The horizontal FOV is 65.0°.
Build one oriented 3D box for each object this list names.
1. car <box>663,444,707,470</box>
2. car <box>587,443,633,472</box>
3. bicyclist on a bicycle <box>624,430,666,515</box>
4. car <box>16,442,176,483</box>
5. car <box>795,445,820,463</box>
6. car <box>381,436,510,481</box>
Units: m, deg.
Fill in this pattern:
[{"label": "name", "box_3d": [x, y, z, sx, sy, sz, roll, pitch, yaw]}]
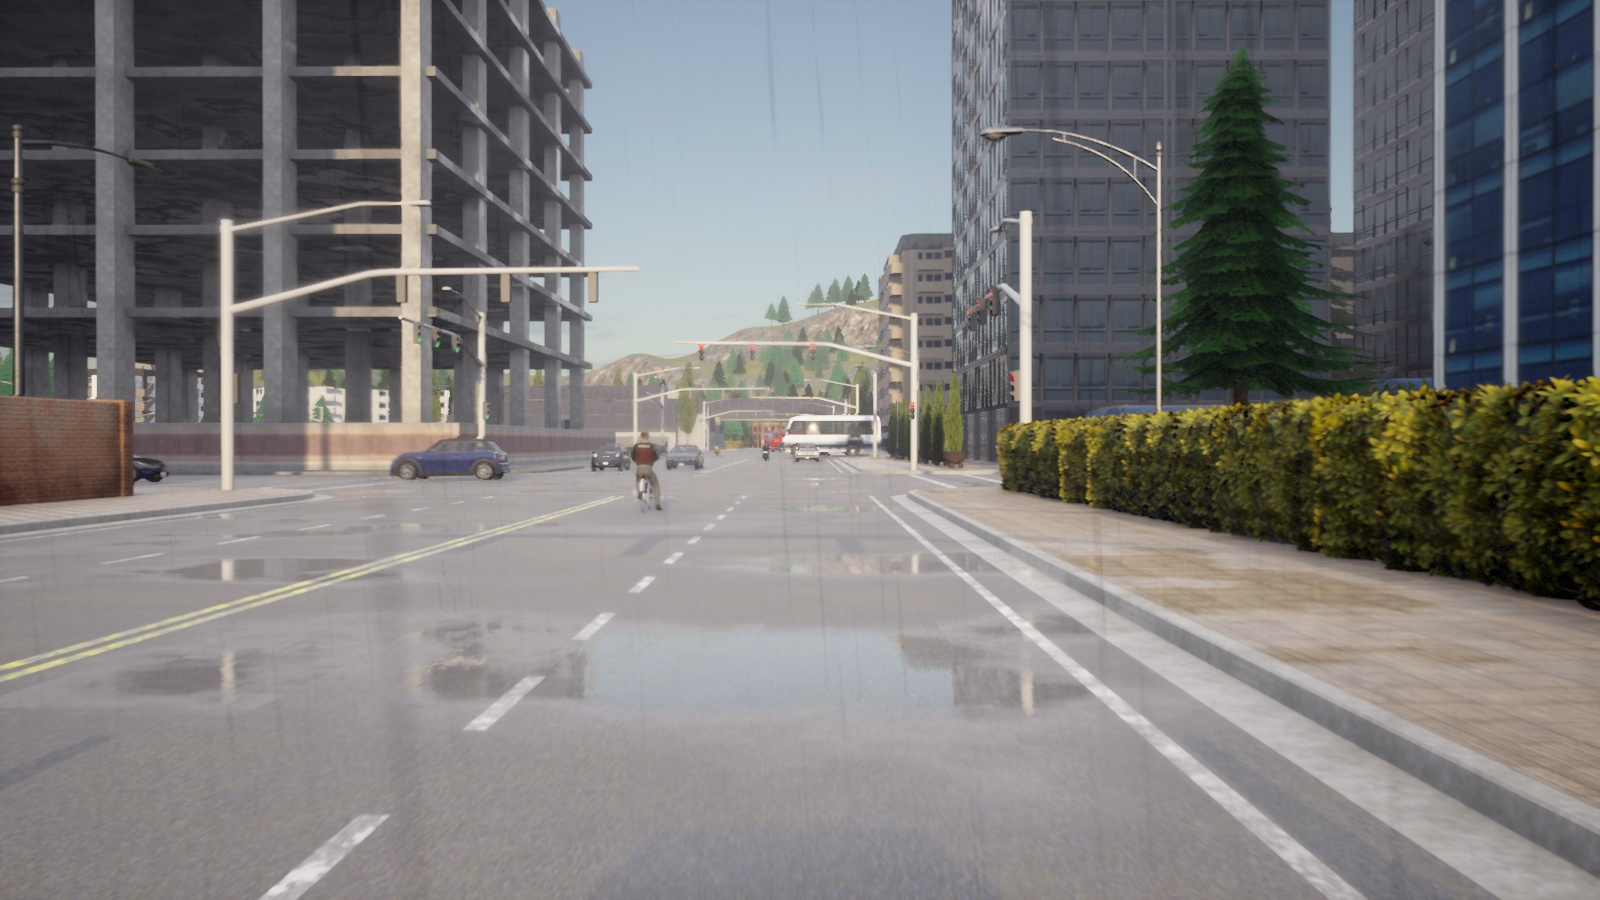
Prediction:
[{"label": "car", "box_3d": [-6.572, 0.385, 72.120, 2.033, 1.411, 5.357, 0, 0, 0]}, {"label": "car", "box_3d": [-10.101, 0.378, 66.973, 1.845, 1.501, 3.633, 0, 0, 0]}, {"label": "bicyclist on a bicycle", "box_3d": [-3.329, 0.463, 27.121, 0.659, 1.776, 1.843, 0, 1, 0]}, {"label": "car", "box_3d": [-26.244, 0.463, 46.949, 4.792, 1.488, 2.163, 0, 0, 1]}, {"label": "car", "box_3d": [0.580, 0.296, 98.509, 1.895, 1.301, 4.718, 0, 0, 0]}, {"label": "car", "box_3d": [-14.170, 0.312, 50.392, 4.553, 1.767, 2.097, 0, 0, 0]}]
